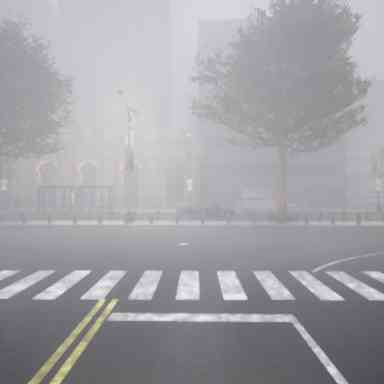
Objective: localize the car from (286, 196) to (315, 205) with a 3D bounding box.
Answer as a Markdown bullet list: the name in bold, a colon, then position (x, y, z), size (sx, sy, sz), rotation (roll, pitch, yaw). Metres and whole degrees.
- **car**: position (17.468, 1.252, 53.057), size (4.674, 1.452, 2.002), rotation (0, 0, 1)

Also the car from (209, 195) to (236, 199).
- **car**: position (5.190, 1.353, 49.181), size (4.786, 1.482, 2.161), rotation (0, 0, 1)

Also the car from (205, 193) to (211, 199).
- **car**: position (5.372, 0.932, 79.283), size (5.566, 2.045, 2.435), rotation (0, 0, 1)

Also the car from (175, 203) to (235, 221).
- **car**: position (0.999, 1.569, 26.547), size (4.718, 1.301, 1.895), rotation (0, 0, 1)
